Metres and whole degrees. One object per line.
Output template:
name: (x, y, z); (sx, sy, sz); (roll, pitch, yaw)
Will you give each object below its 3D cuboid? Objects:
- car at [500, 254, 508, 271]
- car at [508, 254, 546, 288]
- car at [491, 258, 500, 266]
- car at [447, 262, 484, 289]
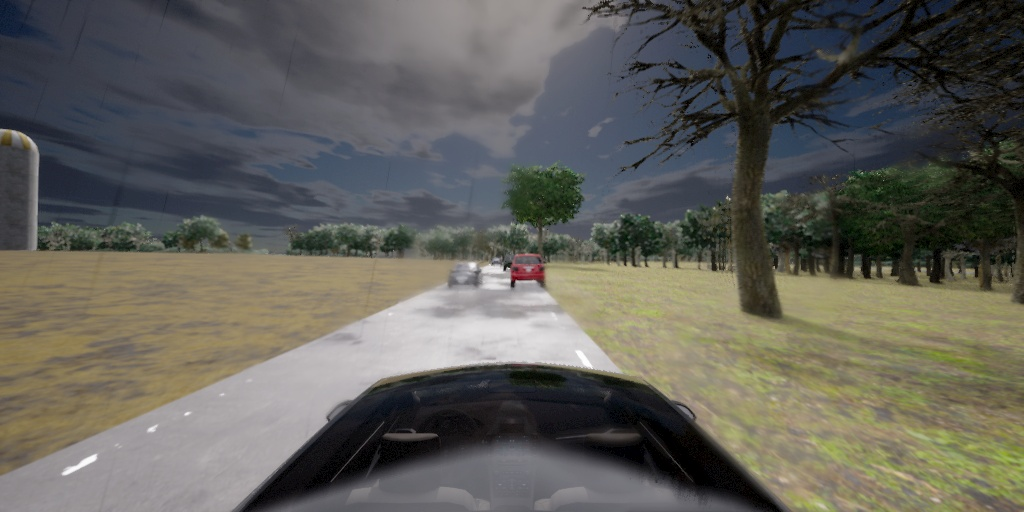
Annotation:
car: (0.037, 0.769, 44.783); (2.150, 2.045, 5.566); (0, 0, 1)
car: (0.967, 0.895, 23.340); (2.150, 2.045, 5.566); (0, 0, 0)
car: (-2.754, 1.018, 64.321); (1.812, 1.442, 4.674); (0, 0, 1)
car: (-2.833, 1.166, 22.635); (2.128, 1.511, 4.902); (0, 0, 0)
